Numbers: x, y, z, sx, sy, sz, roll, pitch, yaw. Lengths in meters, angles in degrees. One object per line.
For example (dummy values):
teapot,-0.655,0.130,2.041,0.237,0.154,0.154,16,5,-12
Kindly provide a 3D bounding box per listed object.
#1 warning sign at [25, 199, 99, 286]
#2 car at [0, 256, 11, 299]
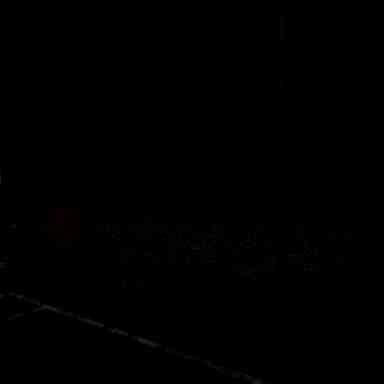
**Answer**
warning sign,-3.109,1.108,8.018,1.060,1.860,1.300,0,0,36
car,-5.570,1.536,6.955,4.507,1.381,1.887,0,0,36
